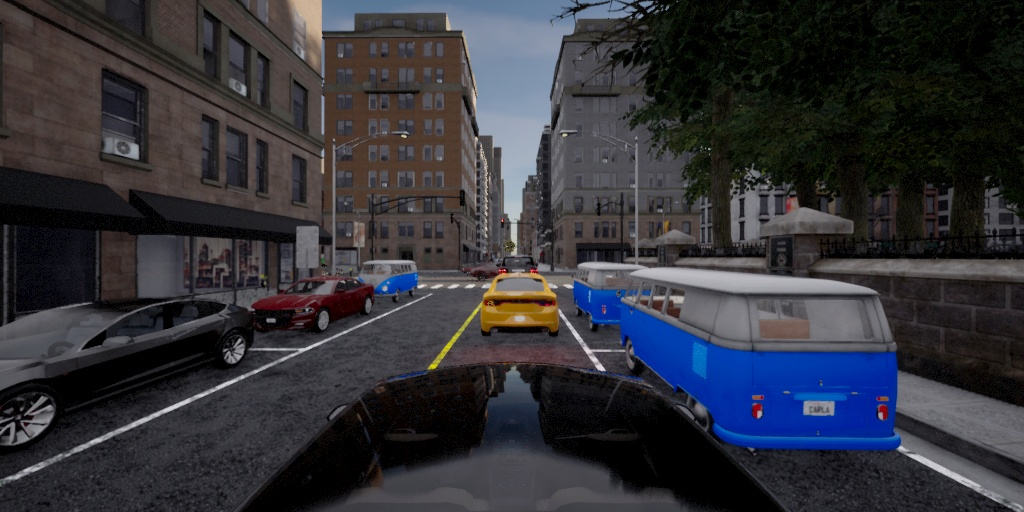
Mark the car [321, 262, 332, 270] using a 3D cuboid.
[{"bbox_3d":[-17.377,1.078,28.587,4.553,1.767,2.097,0,0,0],"label":"car"}]

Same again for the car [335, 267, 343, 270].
[{"bbox_3d":[-17.494,1.237,31.837,4.892,1.490,1.837,1,0,0],"label":"car"}]

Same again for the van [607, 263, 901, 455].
[{"bbox_3d":[2.713,1.089,4.978,1.690,1.789,3.998,0,0,1],"label":"van"}]

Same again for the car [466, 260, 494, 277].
[{"bbox_3d":[-1.012,1.238,28.485,4.674,1.442,1.812,0,0,0],"label":"car"}]

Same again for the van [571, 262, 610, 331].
[{"bbox_3d":[2.824,1.087,10.634,1.690,1.789,3.998,0,0,1],"label":"van"}]

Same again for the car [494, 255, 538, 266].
[{"bbox_3d":[0.322,0.960,20.336,2.150,2.045,5.566,0,0,0],"label":"car"}]

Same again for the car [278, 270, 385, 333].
[{"bbox_3d":[-5.700,1.291,10.792,1.888,1.381,4.507,0,0,1],"label":"car"}]

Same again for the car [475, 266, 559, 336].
[{"bbox_3d":[0.221,1.224,10.380,1.882,1.535,5.008,0,0,1],"label":"car"}]

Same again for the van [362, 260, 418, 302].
[{"bbox_3d":[-5.589,1.083,16.451,1.690,1.789,3.998,0,0,1],"label":"van"}]

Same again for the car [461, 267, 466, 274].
[{"bbox_3d":[-2.636,1.326,35.953,4.718,1.301,1.895,0,0,-42],"label":"car"}]

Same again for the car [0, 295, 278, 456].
[{"bbox_3d":[-5.810,1.315,5.133,1.948,1.339,4.313,0,0,1],"label":"car"}]

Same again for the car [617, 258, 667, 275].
[{"bbox_3d":[13.839,1.082,38.346,4.553,1.767,2.097,0,0,0],"label":"car"}]

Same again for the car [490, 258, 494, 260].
[{"bbox_3d":[-2.326,1.071,49.585,2.097,1.767,4.553,0,0,2],"label":"car"}]
